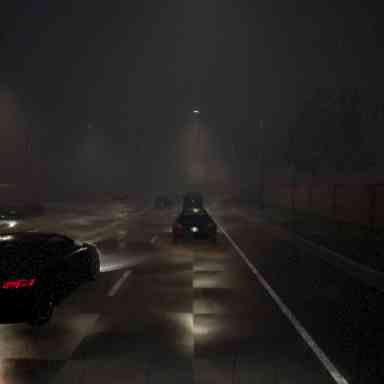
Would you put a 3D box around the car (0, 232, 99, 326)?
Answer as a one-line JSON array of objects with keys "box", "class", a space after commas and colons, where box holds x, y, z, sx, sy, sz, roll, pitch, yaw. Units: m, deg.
[{"box": [-3.397, 1.533, 7.027, 1.994, 1.385, 4.181, 0, 0, 0], "class": "car"}]

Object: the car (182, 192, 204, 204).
[{"box": [0.111, 0.987, 36.108, 2.150, 2.045, 5.566, 0, 1, 0], "class": "car"}]

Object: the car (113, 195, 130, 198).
[{"box": [-10.485, 0.648, 49.599, 2.033, 1.411, 5.357, 0, 1, 0], "class": "car"}]

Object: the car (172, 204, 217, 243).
[{"box": [0.105, 1.497, 15.671, 1.994, 1.385, 4.181, 0, 0, 0], "class": "car"}]

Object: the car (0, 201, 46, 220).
[{"box": [-14.016, 1.417, 27.384, 2.033, 1.411, 5.357, 0, 0, 1], "class": "car"}]

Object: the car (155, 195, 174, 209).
[{"box": [-3.388, 1.191, 40.837, 1.837, 1.490, 4.892, 0, 0, 0], "class": "car"}]
